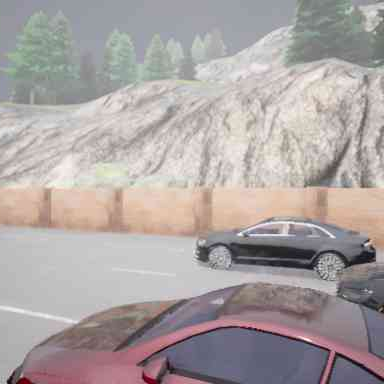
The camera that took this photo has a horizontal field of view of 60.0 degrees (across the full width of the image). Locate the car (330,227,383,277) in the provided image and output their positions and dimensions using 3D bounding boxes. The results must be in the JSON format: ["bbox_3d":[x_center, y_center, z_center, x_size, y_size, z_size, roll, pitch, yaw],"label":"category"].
[{"bbox_3d":[4.712,1.509,4.818,4.892,1.490,1.837,0,0,23],"label":"car"}]

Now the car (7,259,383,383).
[{"bbox_3d":[0.470,1.559,2.832,4.181,1.385,1.994,0,0,23],"label":"car"}]

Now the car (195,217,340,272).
[{"bbox_3d":[2.506,1.478,9.575,4.902,1.511,2.128,0,0,23],"label":"car"}]
